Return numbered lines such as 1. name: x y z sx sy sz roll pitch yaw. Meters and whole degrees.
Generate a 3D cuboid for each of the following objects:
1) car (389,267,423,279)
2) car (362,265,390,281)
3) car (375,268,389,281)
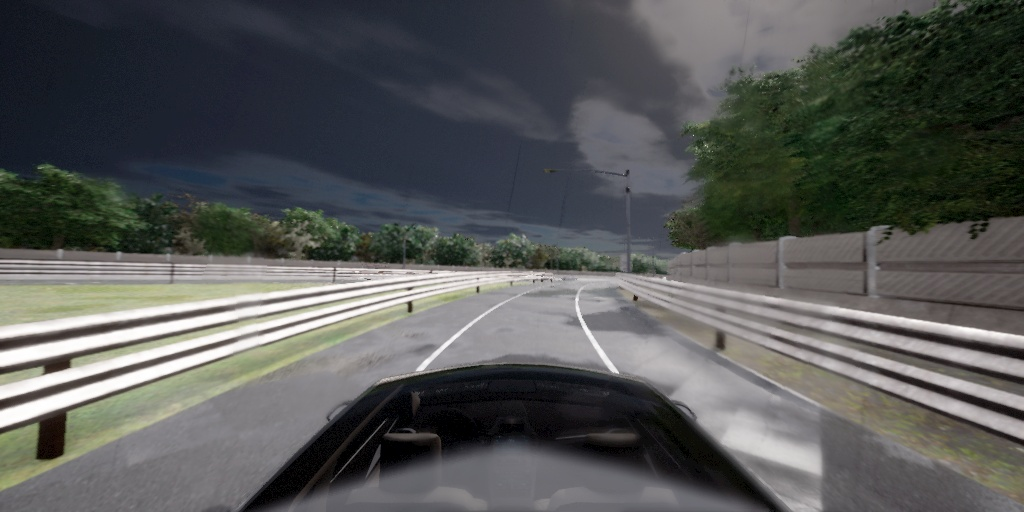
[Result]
1. car: -11.866 2.392 43.219 1.812 1.442 4.674 -2 -5 40
2. car: -17.161 2.296 47.808 2.150 2.045 5.566 -2 -5 40
3. car: -14.519 2.542 45.496 1.994 1.385 4.181 -2 -5 40
